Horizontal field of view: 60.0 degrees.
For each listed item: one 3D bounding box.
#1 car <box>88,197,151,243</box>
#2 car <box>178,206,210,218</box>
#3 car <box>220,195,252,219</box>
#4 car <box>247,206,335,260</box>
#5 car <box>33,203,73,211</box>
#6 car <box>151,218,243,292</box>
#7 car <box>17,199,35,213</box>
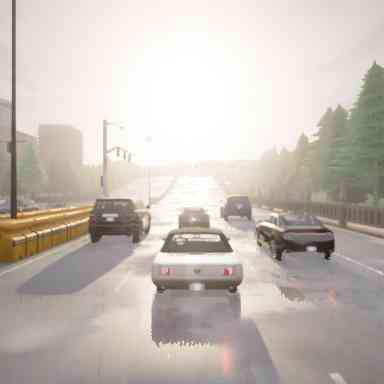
[{"bbox_3d":[-3.377,1.237,16.424,2.150,2.045,5.566,0,0,0],"label":"car"},{"bbox_3d":[0.126,1.587,21.655,1.994,1.385,4.181,0,0,0],"label":"car"},{"bbox_3d":[3.637,1.254,28.106,2.150,2.045,5.566,0,0,0],"label":"car"},{"bbox_3d":[3.617,1.504,12.453,2.128,1.511,4.902,0,0,0],"label":"car"},{"bbox_3d":[-10.466,1.639,26.412,1.994,1.385,4.181,0,0,0],"label":"car"},{"bbox_3d":[0.111,1.611,8.882,1.895,1.301,4.718,0,0,0],"label":"car"},{"bbox_3d":[-13.966,1.381,26.439,2.097,1.767,4.553,0,0,0],"label":"car"}]
